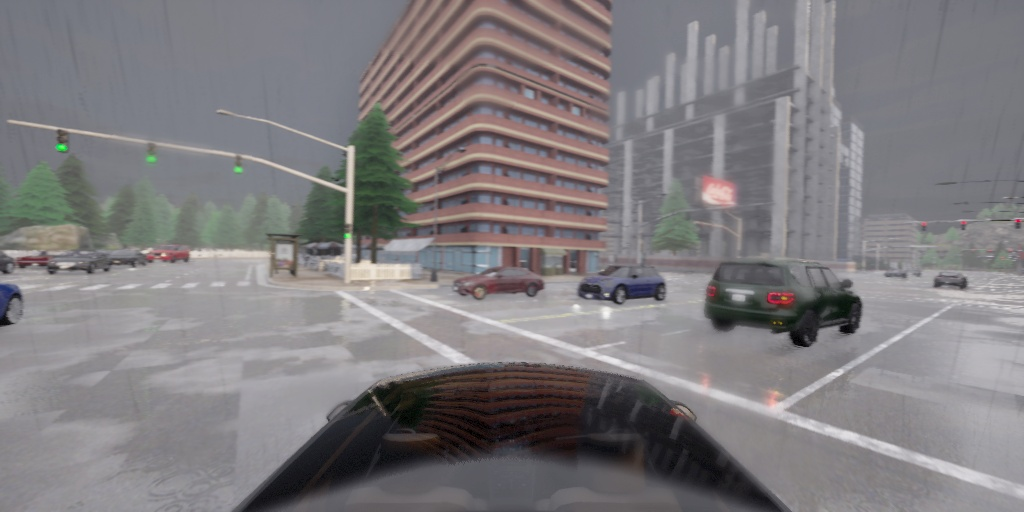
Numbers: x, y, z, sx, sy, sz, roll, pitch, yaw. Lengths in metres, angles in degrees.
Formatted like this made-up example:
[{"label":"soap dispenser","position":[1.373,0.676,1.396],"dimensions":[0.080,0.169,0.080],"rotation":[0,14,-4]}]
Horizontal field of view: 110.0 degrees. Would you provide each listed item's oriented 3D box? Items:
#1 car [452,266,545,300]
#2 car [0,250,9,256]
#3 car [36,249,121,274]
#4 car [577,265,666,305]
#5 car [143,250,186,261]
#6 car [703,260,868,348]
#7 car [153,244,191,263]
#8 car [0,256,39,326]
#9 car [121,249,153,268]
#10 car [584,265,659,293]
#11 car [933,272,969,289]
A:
[{"label":"car","position":[-0.556,1.213,17.173],"dimensions":[4.674,1.442,1.812],"rotation":[1,0,-33]},{"label":"car","position":[-29.561,0.332,19.544],"dimensions":[1.837,1.490,4.892],"rotation":[1,0,-35]},{"label":"car","position":[-27.963,0.349,23.332],"dimensions":[2.128,1.511,4.902],"rotation":[1,0,-35]},{"label":"car","position":[5.196,1.198,16.875],"dimensions":[4.553,1.767,2.097],"rotation":[1,0,-35]},{"label":"car","position":[-43.510,-0.046,45.010],"dimensions":[1.895,1.301,4.718],"rotation":[2,0,-16]},{"label":"car","position":[7.730,1.161,10.131],"dimensions":[5.566,2.045,2.150],"rotation":[2,0,-33]},{"label":"car","position":[-38.328,-0.266,40.207],"dimensions":[2.150,2.045,5.566],"rotation":[1,0,-23]},{"label":"car","position":[-11.522,0.870,6.611],"dimensions":[1.882,1.535,5.008],"rotation":[2,0,-35]},{"label":"car","position":[-33.391,0.158,31.108],"dimensions":[1.882,1.535,5.008],"rotation":[1,0,-35]},{"label":"car","position":[6.883,1.378,22.359],"dimensions":[4.892,1.490,1.837],"rotation":[1,0,-35]},{"label":"car","position":[42.241,2.293,34.521],"dimensions":[4.902,1.511,2.128],"rotation":[1,0,-35]}]
